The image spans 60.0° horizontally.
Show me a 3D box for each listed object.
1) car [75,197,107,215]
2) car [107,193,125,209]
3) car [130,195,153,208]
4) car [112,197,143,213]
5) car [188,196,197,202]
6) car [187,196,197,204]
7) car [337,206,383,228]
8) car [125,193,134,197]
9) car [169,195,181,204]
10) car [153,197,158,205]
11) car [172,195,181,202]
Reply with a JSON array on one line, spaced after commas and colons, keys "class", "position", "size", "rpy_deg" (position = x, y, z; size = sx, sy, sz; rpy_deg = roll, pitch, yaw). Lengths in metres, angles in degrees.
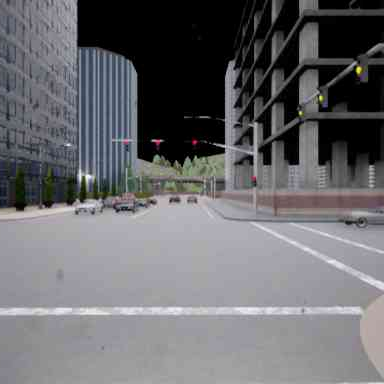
[{"class": "car", "position": [-10.570, 1.510, 34.410], "size": [1.812, 1.442, 4.674], "rpy_deg": [0, 0, 0]}, {"class": "car", "position": [-10.564, 1.333, 43.344], "size": [2.097, 1.767, 4.553], "rpy_deg": [0, 0, 0]}, {"class": "car", "position": [-7.061, 1.543, 46.635], "size": [1.994, 1.385, 4.181], "rpy_deg": [0, 0, 0]}, {"class": "car", "position": [-7.069, 1.548, 36.726], "size": [1.994, 1.385, 4.181], "rpy_deg": [0, 0, 0]}, {"class": "car", "position": [0.060, 1.546, 73.635], "size": [1.895, 1.301, 4.718], "rpy_deg": [0, 0, 0]}, {"class": "car", "position": [0.052, 1.463, 64.530], "size": [2.128, 1.511, 4.902], "rpy_deg": [0, 0, 0]}, {"class": "car", "position": [11.897, 1.536, 21.197], "size": [4.718, 1.301, 1.895], "rpy_deg": [0, 0, 0]}, {"class": "car", "position": [-10.553, 1.197, 53.759], "size": [2.150, 2.045, 5.566], "rpy_deg": [0, 0, 0]}, {"class": "car", "position": [-3.448, 1.476, 64.534], "size": [1.837, 1.490, 4.892], "rpy_deg": [0, 0, 0]}, {"class": "car", "position": [-7.037, 1.575, 56.675], "size": [1.895, 1.301, 4.718], "rpy_deg": [0, 0, 0]}, {"class": "car", "position": [-3.440, 1.475, 73.608], "size": [1.812, 1.442, 4.674], "rpy_deg": [0, 0, 0]}]
